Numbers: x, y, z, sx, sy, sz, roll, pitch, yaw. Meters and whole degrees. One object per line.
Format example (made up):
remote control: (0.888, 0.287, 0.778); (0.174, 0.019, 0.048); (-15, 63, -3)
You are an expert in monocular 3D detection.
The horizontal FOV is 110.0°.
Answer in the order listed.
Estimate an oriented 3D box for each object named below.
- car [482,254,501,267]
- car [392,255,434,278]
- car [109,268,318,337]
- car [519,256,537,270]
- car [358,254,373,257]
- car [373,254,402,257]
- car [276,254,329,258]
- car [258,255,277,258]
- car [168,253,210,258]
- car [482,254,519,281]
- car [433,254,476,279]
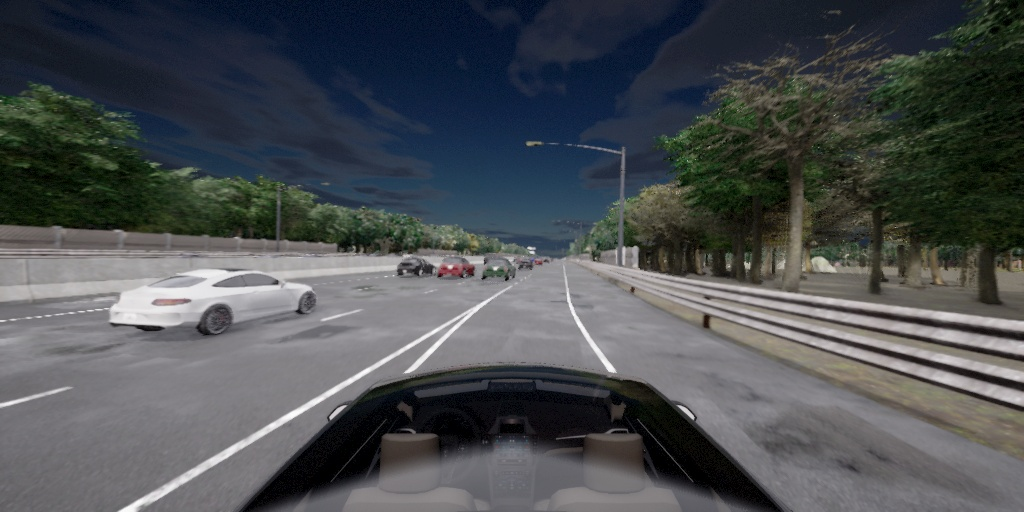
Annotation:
car: (-3.446, 0.688, 61.489); (2.150, 2.045, 5.566); (2, 0, 8)
car: (-7.879, 0.935, 29.883); (1.837, 1.490, 4.892); (2, 0, 8)
car: (-7.221, 1.042, 9.355); (1.812, 1.442, 4.674); (2, 0, 8)
car: (2.082, 1.161, 50.568); (1.837, 1.490, 4.892); (2, 0, 8)
car: (-19.598, 0.592, 47.492); (1.994, 1.385, 4.181); (2, 0, 8)
car: (-16.011, 0.484, 47.816); (2.097, 1.767, 4.553); (2, 0, 8)
car: (-18.263, 0.682, 31.985); (1.994, 1.385, 4.181); (2, 0, 8)
car: (-21.743, 0.579, 32.345); (1.994, 1.385, 4.181); (2, 0, 8)
car: (-28.869, 0.408, 31.929); (1.895, 1.301, 4.718); (2, 0, 8)
car: (-0.952, 0.988, 28.867); (2.097, 1.767, 4.553); (2, 0, 8)
car: (-4.416, 0.885, 29.352); (2.097, 1.767, 4.553); (2, 0, 8)
